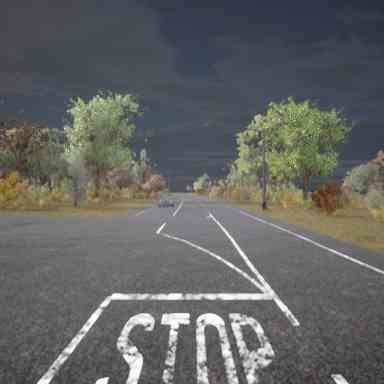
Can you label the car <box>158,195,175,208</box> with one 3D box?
[{"bbox_3d":[-3.499,1.251,46.031,2.097,1.767,4.553,0,0,0],"label":"car"}]
